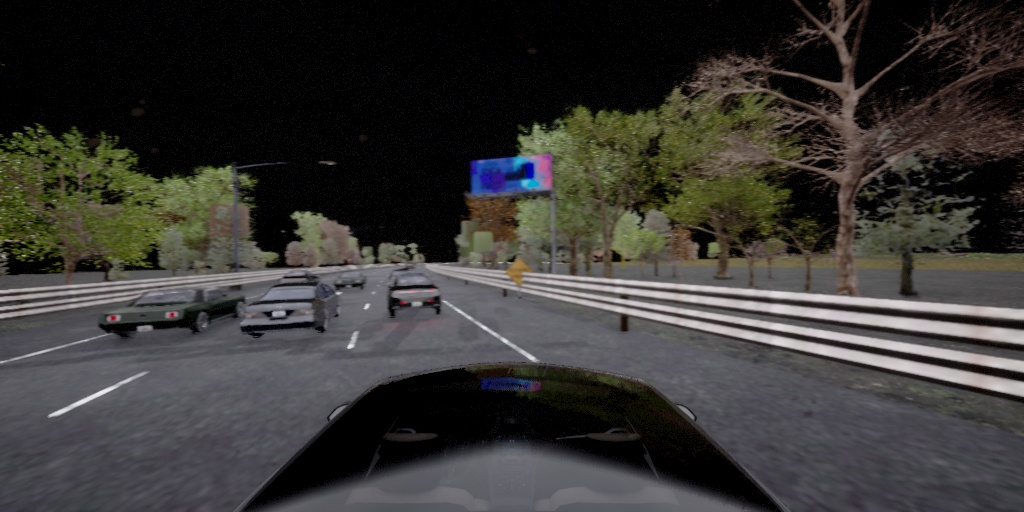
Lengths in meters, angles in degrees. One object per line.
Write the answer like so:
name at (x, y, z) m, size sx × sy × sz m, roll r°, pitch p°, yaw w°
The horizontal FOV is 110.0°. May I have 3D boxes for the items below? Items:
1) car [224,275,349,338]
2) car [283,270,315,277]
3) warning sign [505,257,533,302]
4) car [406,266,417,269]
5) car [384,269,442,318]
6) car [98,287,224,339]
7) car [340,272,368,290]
car at (-6.652, 1.529, 11.342) m, size 2.033 × 1.411 × 5.357 m, roll -1°, pitch -1°, yaw -19°
car at (-15.450, 1.803, 26.334) m, size 2.128 × 1.511 × 4.902 m, roll -1°, pitch -1°, yaw -18°
warning sign at (0.332, 0.984, 15.673) m, size 1.300 × 1.860 × 1.060 m, roll 0°, pitch 0°, yaw -19°
car at (-8.164, 1.701, 26.517) m, size 2.033 × 1.411 × 5.357 m, roll -1°, pitch -1°, yaw -18°
car at (-3.960, 1.440, 14.292) m, size 2.128 × 1.511 × 4.902 m, roll -1°, pitch -1°, yaw -19°
car at (-10.436, 1.667, 11.603) m, size 1.895 × 1.301 × 4.718 m, roll -1°, pitch -1°, yaw -19°
car at (-11.950, 1.840, 26.883) m, size 1.895 × 1.301 × 4.718 m, roll -1°, pitch -1°, yaw -18°
